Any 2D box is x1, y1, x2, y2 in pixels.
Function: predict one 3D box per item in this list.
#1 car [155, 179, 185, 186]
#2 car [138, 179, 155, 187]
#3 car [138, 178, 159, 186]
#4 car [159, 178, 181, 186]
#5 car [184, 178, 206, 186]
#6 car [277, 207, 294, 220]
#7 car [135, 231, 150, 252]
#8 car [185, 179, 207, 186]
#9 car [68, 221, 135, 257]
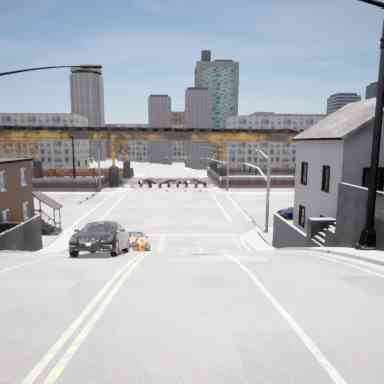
[{"bbox_3d":[-4.649,-1.928,70.457,4.974,1.542,2.038,-6,11,-37],"label":"car"},{"bbox_3d":[-9.256,-1.931,70.345,4.974,1.542,2.038,8,11,42],"label":"car"},{"bbox_3d":[-9.294,-2.092,70.356,4.536,1.218,1.853,8,11,42],"label":"car"},{"bbox_3d":[-4.608,-2.089,70.465,4.536,1.218,1.853,-6,11,-37],"label":"car"},{"bbox_3d":[0.654,-2.199,71.356,4.536,1.218,1.853,5,10,27],"label":"car"},{"bbox_3d":[12.683,2.629,41.126,4.181,1.385,1.994,0,8,-1],"label":"car"},{"bbox_3d":[-4.304,3.710,24.837,2.097,1.767,4.553,0,-10,-2],"label":"car"},{"bbox_3d":[0.699,-2.040,71.355,4.974,1.542,2.038,5,10,27],"label":"car"},{"bbox_3d":[-3.972,2.050,14.897,1.837,1.490,4.892,0,-8,-2],"label":"car"}]
